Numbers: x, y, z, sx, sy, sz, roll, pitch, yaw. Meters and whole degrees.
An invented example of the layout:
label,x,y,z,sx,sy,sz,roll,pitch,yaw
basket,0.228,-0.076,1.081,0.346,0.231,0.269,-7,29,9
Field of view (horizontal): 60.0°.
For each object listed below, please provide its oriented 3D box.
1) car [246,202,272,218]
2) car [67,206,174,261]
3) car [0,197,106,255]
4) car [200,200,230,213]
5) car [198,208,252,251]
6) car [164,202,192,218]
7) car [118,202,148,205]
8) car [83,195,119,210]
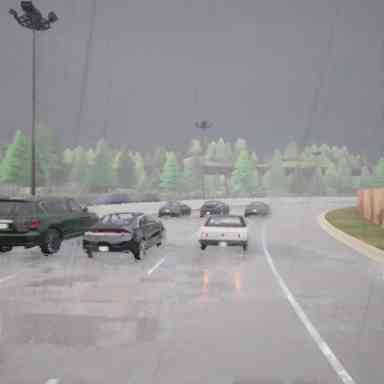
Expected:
label,x,y,z,sx,sy,sz,roll,pitch,yaw
car,6.193,1.598,30.911,1.994,1.385,4.181,0,0,20
car,-2.300,1.486,12.364,2.128,1.511,4.902,0,0,8
car,-5.705,1.202,13.440,2.150,2.045,5.566,0,0,9
car,2.171,1.522,30.129,1.837,1.490,4.892,0,0,20
car,1.508,1.611,14.339,1.895,1.301,4.718,0,0,10
car,-1.451,1.567,30.357,1.994,1.385,4.181,0,0,19
car,-5.847,1.207,39.033,2.150,2.045,5.566,0,0,23
car,-11.686,1.316,43.000,2.097,1.767,4.553,0,0,25
